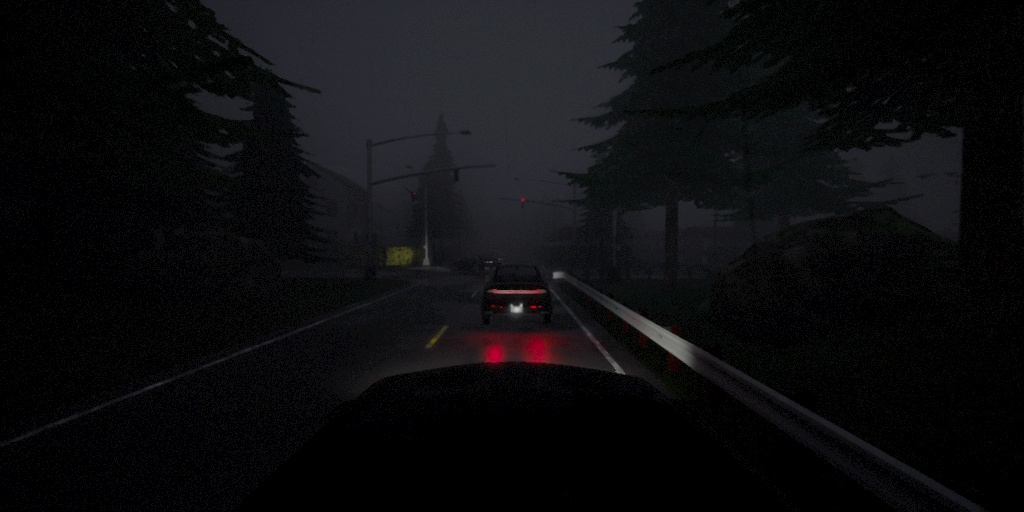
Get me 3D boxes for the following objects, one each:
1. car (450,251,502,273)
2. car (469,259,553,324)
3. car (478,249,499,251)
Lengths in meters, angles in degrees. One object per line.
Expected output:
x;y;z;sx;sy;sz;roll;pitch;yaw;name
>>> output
-2.819;0.586;27.086;2.128;1.511;4.902;0;2;-41;car
0.148;1.008;10.897;2.128;1.511;4.902;0;1;1;car
-3.121;0.028;48.830;1.882;1.535;5.008;0;2;1;car
